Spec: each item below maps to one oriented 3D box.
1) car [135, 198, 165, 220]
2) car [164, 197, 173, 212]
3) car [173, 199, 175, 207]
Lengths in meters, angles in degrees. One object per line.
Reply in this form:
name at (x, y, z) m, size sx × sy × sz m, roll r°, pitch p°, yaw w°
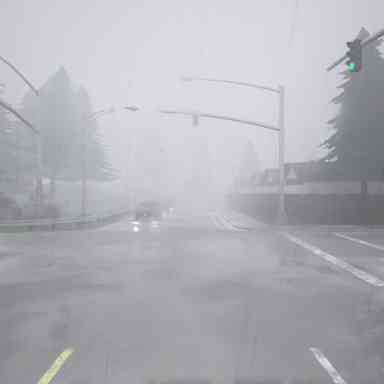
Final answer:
car at (-3.603, 1.505, 28.038) m, size 1.837 × 1.490 × 4.892 m, roll 0°, pitch 0°, yaw 0°
car at (-3.599, 1.564, 37.952) m, size 1.994 × 1.385 × 4.181 m, roll 0°, pitch 0°, yaw 0°
car at (-3.515, 1.504, 48.307) m, size 1.837 × 1.490 × 4.892 m, roll 0°, pitch 0°, yaw 2°
